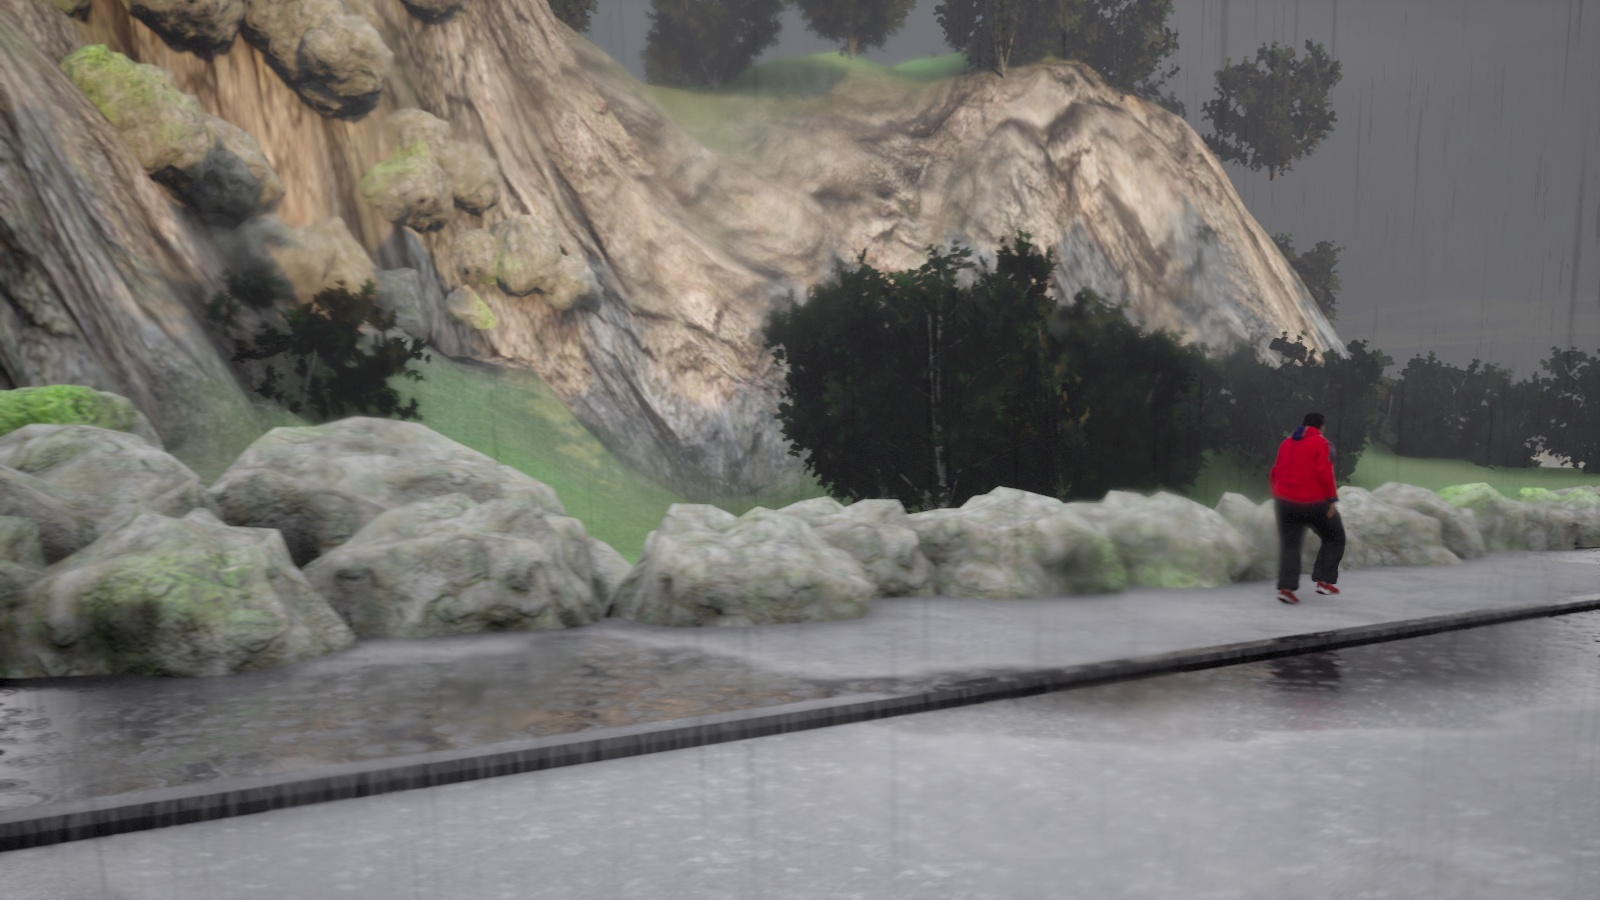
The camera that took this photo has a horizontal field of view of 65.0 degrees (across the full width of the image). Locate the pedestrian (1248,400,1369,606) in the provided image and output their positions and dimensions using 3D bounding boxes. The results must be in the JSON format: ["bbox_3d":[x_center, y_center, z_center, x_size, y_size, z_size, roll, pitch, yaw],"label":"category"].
[{"bbox_3d":[4.739,0.473,11.702,0.899,1.844,0.634,0,0,-32],"label":"pedestrian"}]
